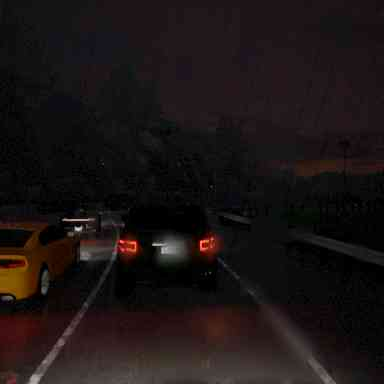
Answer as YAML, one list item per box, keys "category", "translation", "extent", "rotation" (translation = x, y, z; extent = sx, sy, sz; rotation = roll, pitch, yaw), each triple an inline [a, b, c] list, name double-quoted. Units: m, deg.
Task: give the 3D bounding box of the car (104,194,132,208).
- category: "car"
  translation: [-7.997, 1.217, 41.121]
  extent: [5.566, 2.045, 2.150]
  rotation: [0, 0, -20]

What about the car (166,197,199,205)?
- category: "car"
  translation: [-1.685, 1.536, 58.556]
  extent: [5.357, 1.411, 2.033]
  rotation: [0, 0, -20]

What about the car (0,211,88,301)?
- category: "car"
  translation: [-4.167, 1.476, 8.305]
  extent: [1.882, 1.535, 5.008]
  rotation: [0, 0, -6]

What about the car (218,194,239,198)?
- category: "car"
  translation: [7.628, 1.552, 61.958]
  extent: [4.181, 1.385, 1.994]
  rotation: [0, 0, -20]

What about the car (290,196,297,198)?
- category: "car"
  translation: [22.896, 1.581, 74.997]
  extent: [4.718, 1.301, 1.895]
  rotation: [0, 0, -23]

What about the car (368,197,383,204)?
- category: "car"
  translation: [31.229, 1.554, 55.646]
  extent: [4.181, 1.385, 1.994]
  rotation: [0, 0, -23]

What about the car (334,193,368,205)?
- category: "car"
  translation: [27.042, 1.212, 57.721]
  extent: [5.566, 2.045, 2.150]
  rotation: [0, 0, -21]

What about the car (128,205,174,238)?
- category: "car"
  translation: [-2.512, 1.544, 19.073]
  extent: [2.033, 1.411, 5.357]
  rotation: [0, 0, -13]

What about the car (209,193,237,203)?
- category: "car"
  translation: [6.748, 1.212, 72.723]
  extent: [5.566, 2.045, 2.150]
  rotation: [0, 0, -20]

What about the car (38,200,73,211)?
- category: "car"
  translation: [-13.448, 1.547, 35.394]
  extent: [5.357, 1.411, 2.033]
  rotation: [0, 0, -20]

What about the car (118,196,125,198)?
- category: "car"
  translation: [-4.900, 1.488, 34.800]
  extent: [4.902, 1.511, 2.128]
  rotation: [0, 0, -20]

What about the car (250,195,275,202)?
- category: "car"
  translation: [16.158, 1.526, 76.175]
  extent: [5.357, 1.411, 2.033]
  rotation: [0, 0, -20]

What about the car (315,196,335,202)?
- category: "car"
  translation: [31.946, 1.581, 79.762]
  extent: [4.718, 1.301, 1.895]
  rotation: [0, 0, -30]

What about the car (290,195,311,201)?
- category: "car"
  translation: [26.290, 1.463, 80.522]
  extent: [5.008, 1.535, 1.882]
  rotation: [0, 0, -27]

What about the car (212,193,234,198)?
- category: "car"
  translation: [5.873, 1.535, 68.687]
  extent: [5.357, 1.411, 2.033]
  rotation: [0, 0, -20]

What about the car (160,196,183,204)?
- category: "car"
  translation: [-4.006, 1.552, 65.143]
  extent: [4.181, 1.385, 1.994]
  rotation: [0, 0, -20]

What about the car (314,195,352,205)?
- category: "car"
  translation: [20.217, 1.555, 47.732]
  extent: [4.181, 1.385, 1.994]
  rotation: [0, 0, -20]

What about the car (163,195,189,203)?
- category: "car"
  translation: [-3.306, 1.465, 69.043]
  extent: [5.008, 1.535, 1.882]
  rotation: [0, 0, -20]

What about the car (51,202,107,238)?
- category: "car"
  translation: [-5.773, 1.488, 17.548]
  extent: [2.128, 1.511, 4.902]
  rotation: [0, 0, -14]

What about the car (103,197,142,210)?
- category: "car"
  translation: [-9.301, 1.486, 44.371]
  extent: [4.902, 1.511, 2.128]
  rotation: [0, 0, -20]

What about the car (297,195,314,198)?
- category: "car"
  translation: [24.270, 1.540, 68.017]
  extent: [4.181, 1.385, 1.994]
  rotation: [0, 0, -20]

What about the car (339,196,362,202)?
- category: "car"
  translation: [34.953, 1.526, 73.390]
  extent: [5.357, 1.411, 2.033]
  rotation: [0, 0, -30]

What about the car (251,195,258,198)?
- category: "car"
  translation: [14.634, 1.342, 71.886]
  extent: [4.553, 1.767, 2.097]
  rotation: [0, 0, -20]

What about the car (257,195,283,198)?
- category: "car"
  translation: [15.876, 1.466, 64.935]
  extent: [5.008, 1.535, 1.882]
  rotation: [0, 0, -20]

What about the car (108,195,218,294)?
- category: "car"
  translation: [-0.759, 1.220, 9.033]
  extent: [2.150, 2.045, 5.566]
  rotation: [0, 0, -7]
